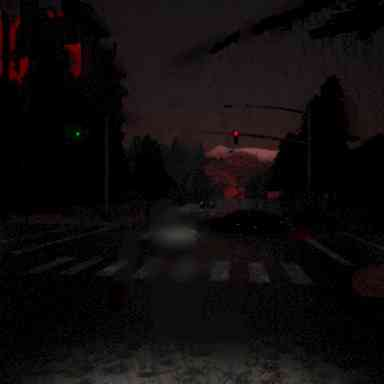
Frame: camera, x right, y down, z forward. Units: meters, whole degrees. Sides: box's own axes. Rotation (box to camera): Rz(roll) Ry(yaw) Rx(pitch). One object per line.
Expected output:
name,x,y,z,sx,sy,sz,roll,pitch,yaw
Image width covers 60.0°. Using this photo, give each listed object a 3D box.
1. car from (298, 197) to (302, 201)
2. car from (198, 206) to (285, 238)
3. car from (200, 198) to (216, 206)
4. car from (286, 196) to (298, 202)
car,29.019,1.998,91.118,1.970,1.475,3.806,0,0,8
car,2.642,1.669,18.092,4.674,1.442,1.812,0,0,10
car,2.439,1.663,50.021,2.097,1.767,4.553,0,0,8
car,24.963,1.938,84.227,1.845,1.501,3.633,0,0,8
